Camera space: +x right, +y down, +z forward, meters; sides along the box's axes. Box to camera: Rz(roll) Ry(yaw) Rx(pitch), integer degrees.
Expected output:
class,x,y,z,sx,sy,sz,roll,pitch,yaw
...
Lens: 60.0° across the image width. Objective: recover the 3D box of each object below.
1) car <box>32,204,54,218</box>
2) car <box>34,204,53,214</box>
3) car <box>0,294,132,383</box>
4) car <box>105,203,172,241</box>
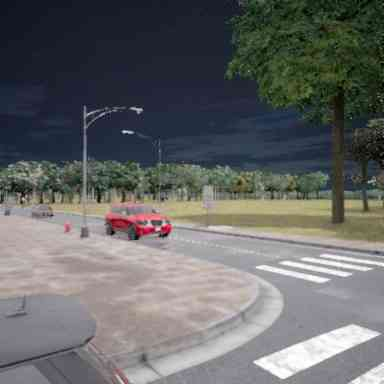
class,x,y,z,sx,sy,sz,roll,pitch,yaw
car,-18.666,2.550,41.516,1.994,1.385,4.181,0,-1,-35
car,-24.351,2.767,54.469,1.837,1.490,4.892,0,-1,-36
car,-2.117,1.426,1.312,4.097,1.590,1.967,1,-1,-36
car,-3.405,1.684,20.023,2.150,2.045,5.566,0,-1,-35
